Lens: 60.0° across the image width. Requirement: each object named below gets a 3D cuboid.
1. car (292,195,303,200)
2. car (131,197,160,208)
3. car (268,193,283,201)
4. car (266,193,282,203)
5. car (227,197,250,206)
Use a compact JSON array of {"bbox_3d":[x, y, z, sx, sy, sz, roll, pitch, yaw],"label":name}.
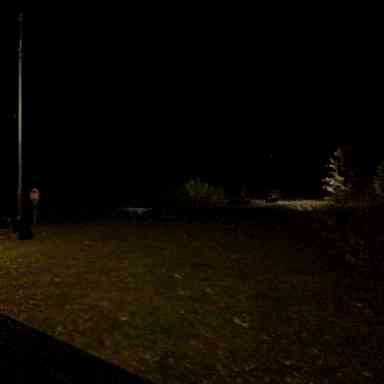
[{"bbox_3d":[28.891,1.501,91.054,1.837,1.490,4.892,1,0,34],"label":"car"},{"bbox_3d":[-6.203,1.437,45.005,1.812,1.442,4.674,1,1,34],"label":"car"},{"bbox_3d":[21.753,1.182,86.725,2.150,2.045,5.566,1,0,34],"label":"car"},{"bbox_3d":[16.437,1.485,67.775,2.128,1.511,4.902,1,0,27],"label":"car"},{"bbox_3d":[7.409,1.515,52.733,2.033,1.411,5.357,1,0,34],"label":"car"}]
